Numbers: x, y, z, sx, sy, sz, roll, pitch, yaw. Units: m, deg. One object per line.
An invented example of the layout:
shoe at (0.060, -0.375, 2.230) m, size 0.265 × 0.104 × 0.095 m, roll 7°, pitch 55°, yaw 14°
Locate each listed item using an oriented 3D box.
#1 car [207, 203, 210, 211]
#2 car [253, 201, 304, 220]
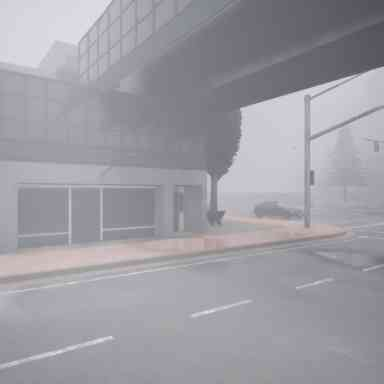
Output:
car at (0.204, 1.490, 38.277) m, size 2.128 × 1.511 × 4.902 m, roll 0°, pitch 0°, yaw -36°
car at (7.300, 1.526, 28.418) m, size 1.812 × 1.442 × 4.674 m, roll 0°, pitch 0°, yaw -36°
